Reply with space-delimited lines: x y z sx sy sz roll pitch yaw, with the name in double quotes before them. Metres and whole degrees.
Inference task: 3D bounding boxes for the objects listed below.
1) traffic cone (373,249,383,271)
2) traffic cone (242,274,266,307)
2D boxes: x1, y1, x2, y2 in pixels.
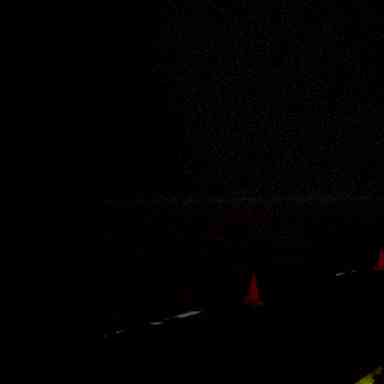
"traffic cone" 5.537 1.959 9.704 0.340 0.580 0.340 0 0 -32
"traffic cone" 1.245 1.949 6.695 0.340 0.580 0.340 0 0 -37
